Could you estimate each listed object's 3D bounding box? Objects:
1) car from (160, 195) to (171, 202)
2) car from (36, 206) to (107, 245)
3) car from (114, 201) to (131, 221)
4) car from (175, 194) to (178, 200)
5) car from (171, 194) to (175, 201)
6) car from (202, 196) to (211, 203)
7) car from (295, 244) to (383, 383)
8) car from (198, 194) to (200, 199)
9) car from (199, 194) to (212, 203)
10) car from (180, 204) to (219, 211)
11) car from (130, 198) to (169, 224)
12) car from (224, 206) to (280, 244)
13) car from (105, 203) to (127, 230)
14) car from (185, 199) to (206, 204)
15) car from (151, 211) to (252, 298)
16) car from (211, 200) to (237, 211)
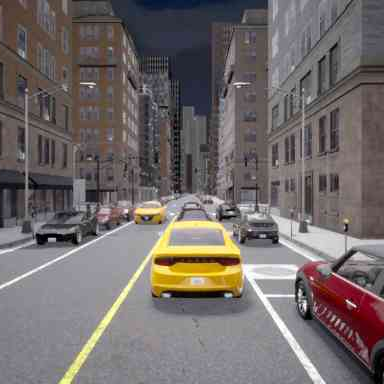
[{"bbox_3d":[-5.590,1.626,63.736,1.802,1.307,4.206,0,0,0],"label":"car"},{"bbox_3d":[-5.658,1.567,15.630,1.947,1.339,4.313,0,0,0],"label":"car"},{"bbox_3d":[-5.651,1.444,26.633,1.967,1.590,4.097,0,0,0],"label":"car"},{"bbox_3d":[-5.523,1.638,90.608,1.752,1.417,4.829,0,0,0],"label":"car"},{"bbox_3d":[-5.562,1.616,74.553,2.008,1.369,4.403,0,0,0],"label":"car"},{"bbox_3d":[2.949,1.580,69.296,1.752,1.417,4.829,0,0,0],"label":"car"},{"bbox_3d":[2.859,1.440,4.621,1.967,1.590,4.097,0,0,0],"label":"car"},{"bbox_3d":[2.962,1.616,74.535,2.008,1.369,4.403,0,0,0],"label":"car"},{"bbox_3d":[2.934,1.484,63.717,1.967,1.590,4.097,0,0,0],"label":"car"},{"bbox_3d":[0.119,1.565,17.545,1.994,1.385,4.181,0,0,0],"label":"car"},{"bbox_3d":[-3.009,1.480,24.705,1.882,1.535,5.008,0,0,0],"label":"car"},{"bbox_3d":[2.867,1.552,15.624,2.008,1.369,4.403,0,0,0],"label":"car"},{"bbox_3d":[-5.655,1.584,21.132,1.802,1.307,4.206,0,0,0],"label":"car"},{"bbox_3d":[0.019,1.529,26.356,1.812,1.442,4.674,0,0,2],"label":"car"},{"bbox_3d":[0.100,1.478,8.552,1.882,1.535,5.008,0,0,0],"label":"car"},{"bbox_3d":[2.875,1.569,26.627,1.947,1.339,4.313,0,0,0],"label":"car"}]
